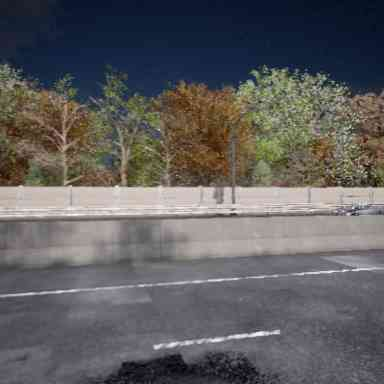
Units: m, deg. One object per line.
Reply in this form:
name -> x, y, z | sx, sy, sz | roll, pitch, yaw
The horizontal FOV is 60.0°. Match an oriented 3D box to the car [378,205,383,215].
car -> 18.066, 1.490, 26.350 | 5.566, 2.045, 2.150 | 0, -1, -15

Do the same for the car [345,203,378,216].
car -> 16.874, 1.864, 29.650 | 5.357, 1.411, 2.033 | 0, -1, -15

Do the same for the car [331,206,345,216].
car -> 16.252, 1.859, 33.103 | 4.902, 1.511, 2.128 | 0, -1, -15
